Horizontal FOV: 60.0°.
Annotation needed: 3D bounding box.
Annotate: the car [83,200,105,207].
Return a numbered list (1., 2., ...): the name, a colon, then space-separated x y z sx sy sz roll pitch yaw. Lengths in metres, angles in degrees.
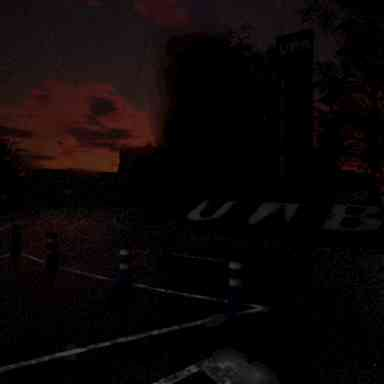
1. car: -19.844 2.353 68.623 4.674 1.452 2.002 -4 -4 42

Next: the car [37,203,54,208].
1. car: -36.220 3.489 83.328 4.674 1.452 2.002 -4 -3 42

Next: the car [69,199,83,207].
1. car: -23.937 2.625 72.281 4.792 1.488 2.163 -4 -3 42

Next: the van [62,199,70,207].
1. van: -28.114 2.660 76.037 4.442 1.987 1.878 -4 -3 42
